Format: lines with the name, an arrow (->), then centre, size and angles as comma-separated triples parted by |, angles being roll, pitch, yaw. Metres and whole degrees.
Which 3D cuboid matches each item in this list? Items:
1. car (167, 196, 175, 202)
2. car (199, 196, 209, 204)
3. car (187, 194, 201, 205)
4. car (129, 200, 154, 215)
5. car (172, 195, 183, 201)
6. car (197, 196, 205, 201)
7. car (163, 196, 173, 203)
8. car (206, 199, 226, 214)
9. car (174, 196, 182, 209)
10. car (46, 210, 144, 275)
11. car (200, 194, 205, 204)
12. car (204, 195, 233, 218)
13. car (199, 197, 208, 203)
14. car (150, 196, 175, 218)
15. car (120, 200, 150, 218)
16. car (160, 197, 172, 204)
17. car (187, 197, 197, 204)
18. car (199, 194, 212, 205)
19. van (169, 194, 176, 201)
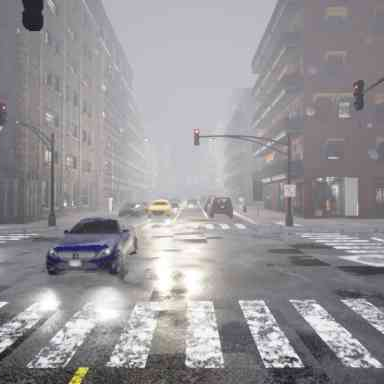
car -> -5.381, 1.763, 85.717 | 2.008, 1.369, 4.403 | 1, 0, 0
car -> 2.516, 1.556, 69.069 | 1.967, 1.590, 4.097 | 1, 0, 0
car -> 0.046, 1.564, 60.107 | 2.128, 1.511, 4.902 | 0, 0, 0
car -> -5.331, 1.580, 35.654 | 1.947, 1.339, 4.313 | 1, 0, 0
car -> -2.808, 1.652, 64.314 | 1.837, 1.490, 4.892 | 0, 0, 0
car -> 2.493, 1.813, 91.320 | 1.947, 1.339, 4.313 | 1, 0, 0
car -> -5.370, 1.670, 74.418 | 1.752, 1.417, 4.829 | 1, 0, 0
car -> 2.549, 1.540, 35.876 | 1.752, 1.417, 4.829 | 1, 0, 0
car -> -2.885, 1.595, 46.799 | 1.994, 1.385, 4.181 | 0, 0, 0
car -> -2.861, 1.493, 10.472 | 1.812, 1.442, 4.674 | 0, 0, 0
car -> 2.547, 1.335, 41.271 | 2.192, 1.841, 5.009 | 1, 0, 0
car -> 2.558, 1.326, 30.147 | 2.192, 1.841, 5.009 | 1, 0, 0
car -> 2.509, 1.728, 74.629 | 1.802, 1.307, 4.206 | 1, 0, 0
car -> -2.875, 1.489, 30.623 | 1.882, 1.535, 5.008 | 0, 1, 0
car -> -5.326, 1.577, 30.093 | 1.947, 1.339, 4.313 | 1, 0, 0
car -> -5.365, 1.666, 69.026 | 2.008, 1.369, 4.403 | 1, 0, 0
car -> -0.001, 1.684, 70.341 | 1.994, 1.385, 4.181 | 0, 0, 0
car -> 2.523, 1.402, 63.505 | 2.192, 1.841, 5.009 | 1, 0, 0
van -> -5.383, 1.588, 91.282 | 1.690, 1.788, 3.998 | 1, 0, 0
